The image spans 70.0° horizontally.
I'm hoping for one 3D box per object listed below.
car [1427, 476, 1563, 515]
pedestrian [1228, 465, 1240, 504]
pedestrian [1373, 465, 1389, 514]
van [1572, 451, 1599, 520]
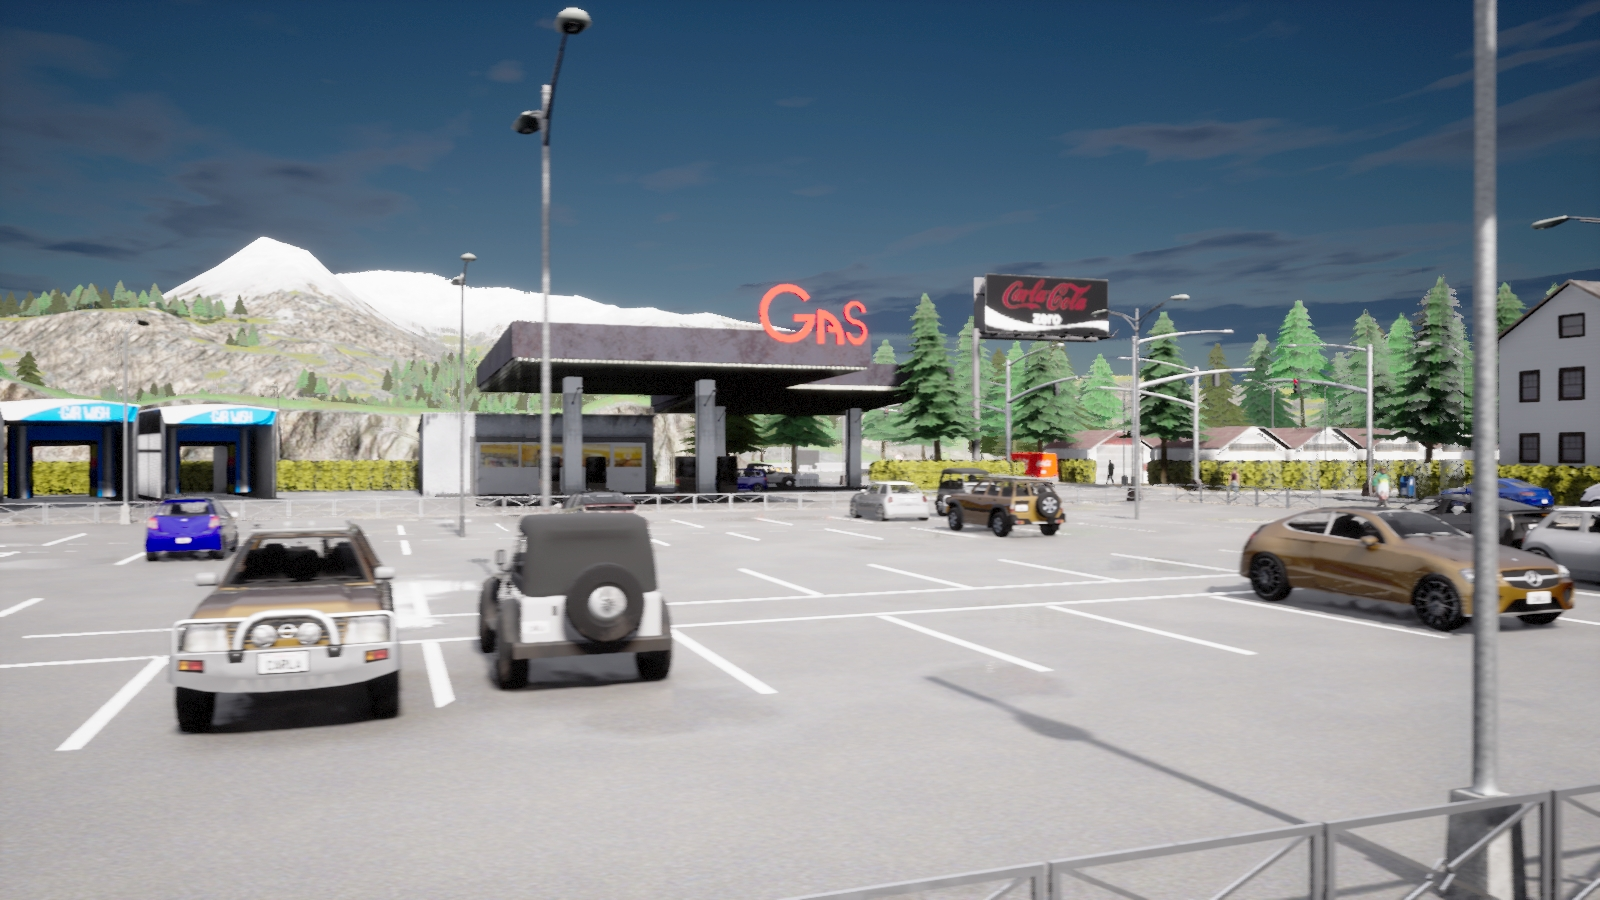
[{"bbox_3d":[29.200,1.883,48.158,2.002,1.442,4.674,0,0,-20],"label":"car"},{"bbox_3d":[20.893,1.651,54.996,0.375,1.860,0.375,0,0,-36],"label":"pedestrian"},{"bbox_3d":[22.138,1.499,43.530,0.375,1.860,0.375,0,0,-13],"label":"pedestrian"},{"bbox_3d":[31.597,1.336,41.472,1.988,2.561,5.915,0,0,-20],"label":"van"}]
